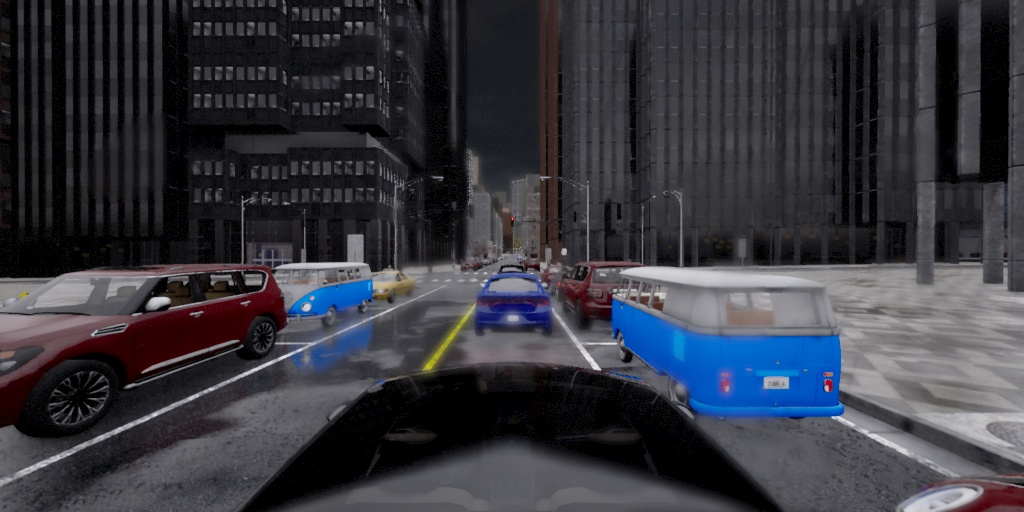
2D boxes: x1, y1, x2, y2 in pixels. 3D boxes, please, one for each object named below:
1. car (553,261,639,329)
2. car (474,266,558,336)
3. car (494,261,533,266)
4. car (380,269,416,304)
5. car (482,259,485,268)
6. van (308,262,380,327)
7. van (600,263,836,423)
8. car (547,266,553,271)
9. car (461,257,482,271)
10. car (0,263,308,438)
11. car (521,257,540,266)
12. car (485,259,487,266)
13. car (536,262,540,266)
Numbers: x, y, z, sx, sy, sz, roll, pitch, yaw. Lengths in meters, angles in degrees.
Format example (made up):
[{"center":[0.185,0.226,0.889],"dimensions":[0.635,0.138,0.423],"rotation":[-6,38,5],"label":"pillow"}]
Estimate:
[{"center":[2.767,1.064,11.123],"dimensions":[2.192,1.841,5.009],"rotation":[0,0,0],"label":"car"},{"center":[0.060,1.227,10.412],"dimensions":[1.882,1.535,5.008],"rotation":[0,0,1],"label":"car"},{"center":[0.004,1.256,20.783],"dimensions":[1.837,1.490,4.892],"rotation":[0,0,0],"label":"car"},{"center":[-5.761,1.276,16.491],"dimensions":[1.751,1.417,4.829],"rotation":[0,0,0],"label":"car"},{"center":[-5.754,1.089,54.869],"dimensions":[2.192,1.841,5.009],"rotation":[0,0,0],"label":"car"},{"center":[-5.763,1.090,11.137],"dimensions":[1.690,1.789,3.998],"rotation":[0,0,0],"label":"van"},{"center":[2.767,1.090,5.598],"dimensions":[1.690,1.789,3.998],"rotation":[0,0,0],"label":"van"},{"center":[2.766,1.301,16.649],"dimensions":[2.007,1.370,4.403],"rotation":[0,0,0],"label":"car"},{"center":[-5.755,1.083,49.225],"dimensions":[2.192,1.841,5.009],"rotation":[0,0,0],"label":"car"},{"center":[-5.765,1.064,5.612],"dimensions":[2.192,1.841,5.009],"rotation":[0,0,0],"label":"car"},{"center":[2.770,1.083,49.214],"dimensions":[2.192,1.841,5.009],"rotation":[0,0,0],"label":"car"},{"center":[-5.753,1.347,60.511],"dimensions":[1.948,1.339,4.313],"rotation":[0,0,0],"label":"car"},{"center":[2.766,1.297,22.174],"dimensions":[1.888,1.381,4.507],"rotation":[0,0,0],"label":"car"}]
